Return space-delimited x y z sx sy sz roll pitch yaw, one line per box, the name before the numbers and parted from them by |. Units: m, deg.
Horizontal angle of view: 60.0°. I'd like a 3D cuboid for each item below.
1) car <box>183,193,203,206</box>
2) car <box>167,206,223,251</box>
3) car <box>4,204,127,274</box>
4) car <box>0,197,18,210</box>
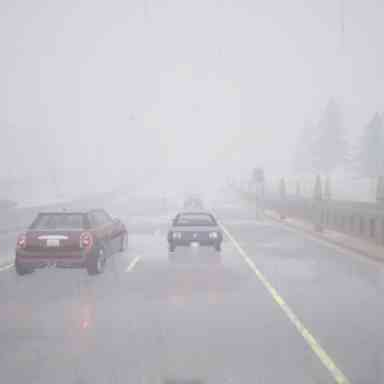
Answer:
car | 0.110 0.827 33.844 1.812 1.442 4.674 0 3 0
car | 0.105 1.442 13.280 1.895 1.301 4.718 0 1 0
car | -3.397 1.230 10.255 2.097 1.767 4.553 0 1 0
car | -17.499 1.132 29.402 1.895 1.301 4.718 0 2 0
